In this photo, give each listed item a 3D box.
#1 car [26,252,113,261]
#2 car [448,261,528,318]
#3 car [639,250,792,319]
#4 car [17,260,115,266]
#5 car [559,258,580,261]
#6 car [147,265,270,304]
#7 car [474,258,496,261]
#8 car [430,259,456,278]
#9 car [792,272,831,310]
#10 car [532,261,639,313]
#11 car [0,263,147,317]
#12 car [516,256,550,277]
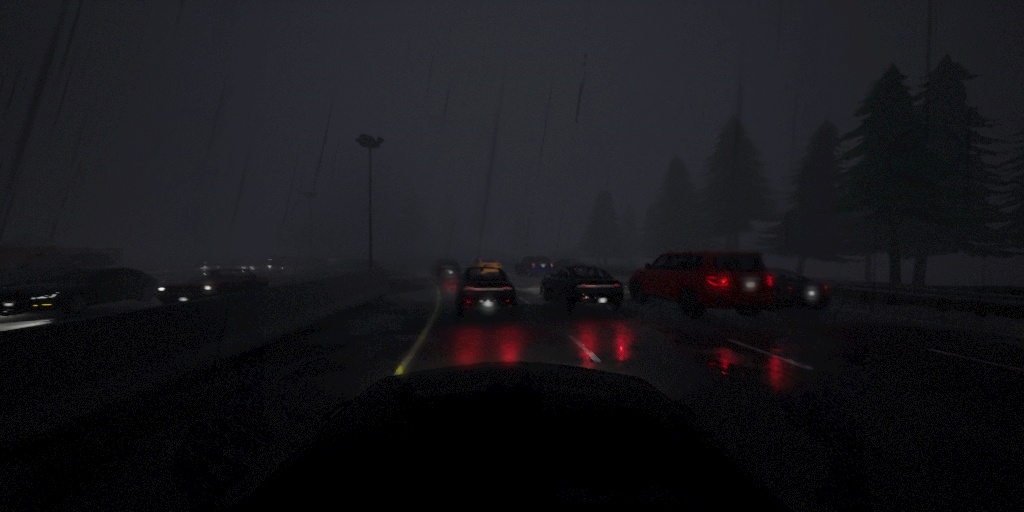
[{"bbox_3d":[-24.217,0.831,19.328,2.150,2.045,5.566,0,1,-19],"label":"car"},{"bbox_3d":[-1.017,1.122,12.552,2.128,1.511,4.902,0,1,-8],"label":"car"},{"bbox_3d":[6.120,0.834,12.368,2.150,2.045,5.566,0,1,-7],"label":"car"},{"bbox_3d":[-19.312,1.128,14.668,1.882,1.535,5.008,0,1,-14],"label":"car"},{"bbox_3d":[4.875,0.922,31.569,1.812,1.442,4.674,0,1,-20],"label":"car"},{"bbox_3d":[-12.212,1.230,15.005,1.895,1.301,4.718,0,1,-12],"label":"car"},{"bbox_3d":[-2.448,0.897,31.220,1.882,1.535,5.008,0,1,-21],"label":"car"},{"bbox_3d":[-5.488,0.952,29.412,1.837,1.490,4.892,0,1,-21],"label":"car"},{"bbox_3d":[9.413,1.154,13.596,1.994,1.385,4.181,0,1,-8],"label":"car"},{"bbox_3d":[2.395,1.104,13.300,2.128,1.511,4.902,0,1,-9],"label":"car"},{"bbox_3d":[-15.425,1.165,13.024,1.837,1.490,4.892,0,1,-12],"label":"car"},{"bbox_3d":[1.728,0.775,29.928,2.097,1.767,4.553,0,1,-20],"label":"car"}]
